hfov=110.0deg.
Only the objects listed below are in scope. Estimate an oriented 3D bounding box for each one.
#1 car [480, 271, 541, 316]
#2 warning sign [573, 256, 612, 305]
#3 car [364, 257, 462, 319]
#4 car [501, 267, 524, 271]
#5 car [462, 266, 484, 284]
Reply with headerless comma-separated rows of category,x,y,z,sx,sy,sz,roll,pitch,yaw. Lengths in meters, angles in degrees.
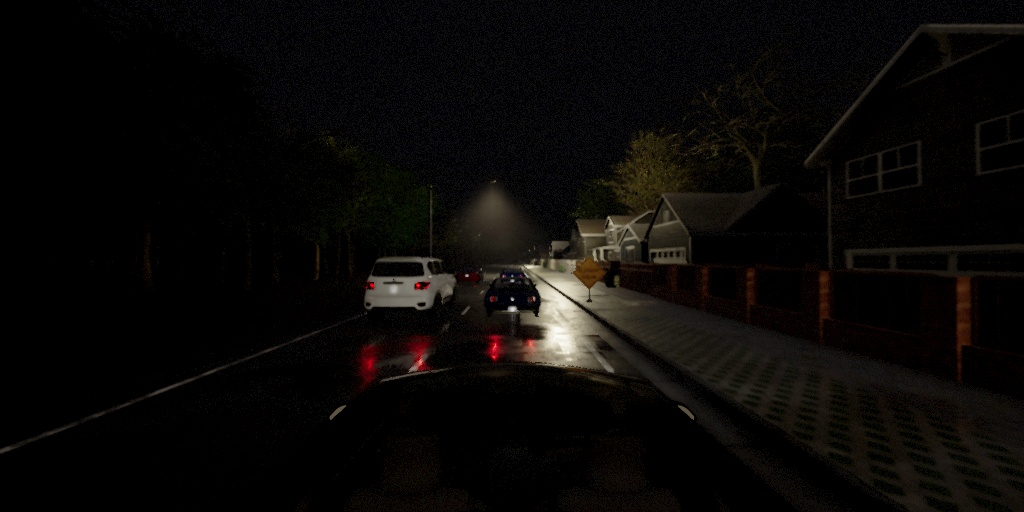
car,0.038,1.429,13.721,1.895,1.301,4.718,0,0,0
warning sign,3.047,0.946,14.110,1.300,1.860,1.060,0,0,0
car,-3.466,1.048,13.276,2.150,2.045,5.566,0,0,1
car,0.035,1.525,28.722,1.895,1.301,4.718,0,0,0
car,-3.458,1.494,29.587,1.994,1.385,4.181,0,0,0
